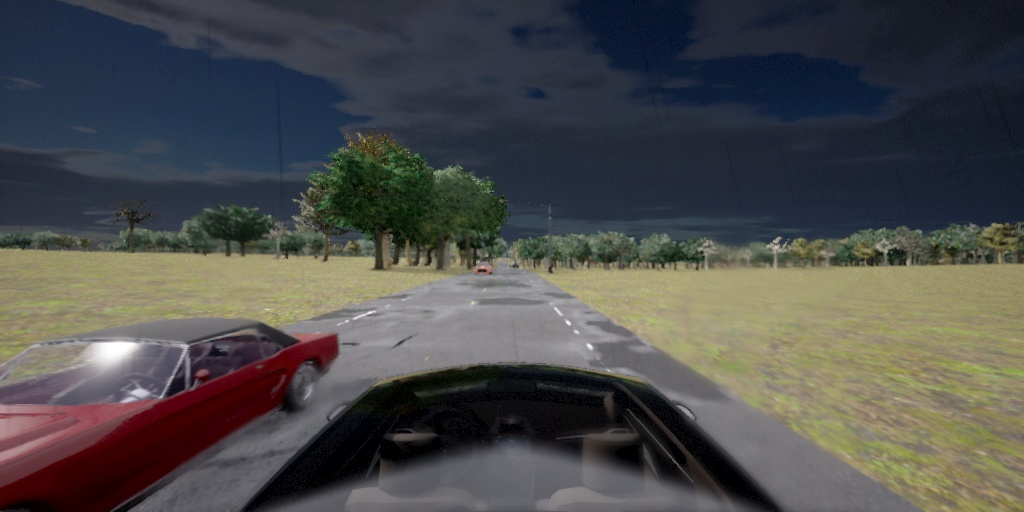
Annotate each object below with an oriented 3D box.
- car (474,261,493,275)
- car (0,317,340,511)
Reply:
[{"bbox_3d":[-3.577,1.473,45.064,2.097,1.767,4.553,0,-1,0],"label":"car"},{"bbox_3d":[-3.603,1.365,3.349,1.895,1.301,4.718,0,0,0],"label":"car"}]
